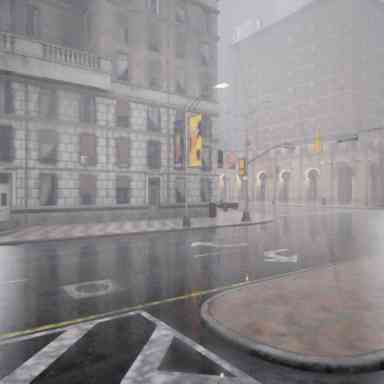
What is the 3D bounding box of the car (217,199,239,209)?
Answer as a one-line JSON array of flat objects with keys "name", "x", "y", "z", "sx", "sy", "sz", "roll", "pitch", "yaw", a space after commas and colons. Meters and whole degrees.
[{"name": "car", "x": 4.009, "y": 1.614, "z": 43.902, "sx": 1.895, "sy": 1.301, "sz": 4.718, "roll": 0, "pitch": 0, "yaw": -36}]
